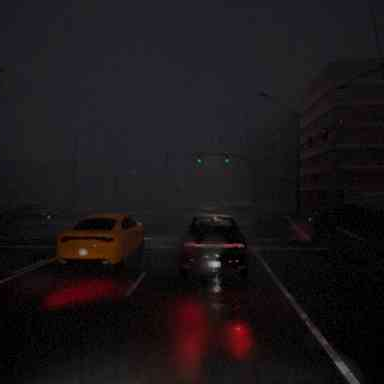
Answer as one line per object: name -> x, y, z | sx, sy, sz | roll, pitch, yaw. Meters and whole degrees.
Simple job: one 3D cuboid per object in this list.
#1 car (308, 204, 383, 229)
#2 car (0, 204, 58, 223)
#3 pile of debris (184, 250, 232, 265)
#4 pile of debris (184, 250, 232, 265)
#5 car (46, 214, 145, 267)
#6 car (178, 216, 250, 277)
car -> 10.052, 1.531, 21.548 | 4.892, 1.490, 1.837 | 0, -2, -2
car -> -12.688, 1.576, 25.170 | 4.718, 1.301, 1.895 | 0, 0, 17
pile of debris -> 0.552, 2.184, 11.243 | 1.500, 0.140, 1.860 | 0, 0, 3
pile of debris -> 0.552, 2.184, 11.243 | 1.500, 0.140, 1.860 | 0, 0, 3
car -> -2.877, 1.481, 11.484 | 1.882, 1.535, 5.008 | 0, 0, 2
car -> 0.634, 1.497, 10.309 | 2.128, 1.511, 4.902 | 0, 0, 3
